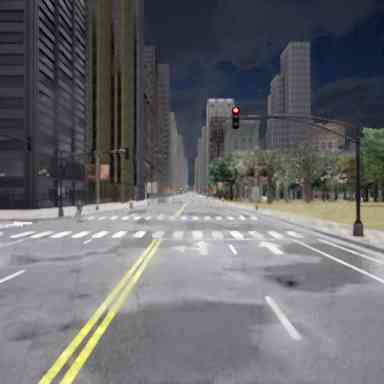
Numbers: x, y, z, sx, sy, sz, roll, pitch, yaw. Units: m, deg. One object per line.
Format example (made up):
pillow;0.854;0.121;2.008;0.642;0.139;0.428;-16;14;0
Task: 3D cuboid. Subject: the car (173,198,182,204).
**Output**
car;-3.199;1.891;72.400;1.895;1.301;4.718;0;-1;0

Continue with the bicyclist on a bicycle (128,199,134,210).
bicyclist on a bicycle;-8.562;1.753;46.561;0.866;1.612;1.509;0;-1;2

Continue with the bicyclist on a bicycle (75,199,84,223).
bicyclist on a bicycle;-8.728;1.463;25.660;0.659;1.776;1.843;0;0;0

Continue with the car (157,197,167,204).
car;-6.449;1.836;72.434;2.033;1.411;5.357;0;-1;0

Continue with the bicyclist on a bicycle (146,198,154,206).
bicyclist on a bicycle;-8.545;2.017;65.174;0.866;1.612;1.509;0;-1;0
